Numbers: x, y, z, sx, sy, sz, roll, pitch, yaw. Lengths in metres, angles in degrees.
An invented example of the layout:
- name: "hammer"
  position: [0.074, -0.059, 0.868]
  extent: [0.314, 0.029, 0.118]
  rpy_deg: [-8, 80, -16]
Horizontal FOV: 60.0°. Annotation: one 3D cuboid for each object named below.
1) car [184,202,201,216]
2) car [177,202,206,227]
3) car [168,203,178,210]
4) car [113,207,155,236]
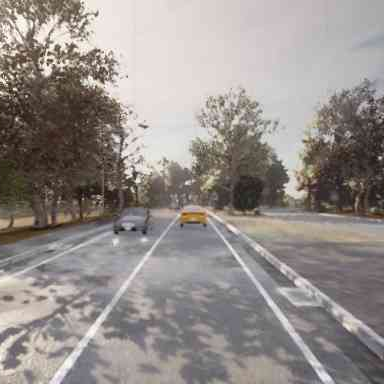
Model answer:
- name: "car"
  position: [0.093, 2.109, 42.352]
  extent: [2.097, 1.767, 4.553]
  rpy_deg: [0, -2, 0]
- name: "car"
  position: [0.096, 1.785, 25.638]
  extent: [1.882, 1.535, 5.008]
  rpy_deg: [0, -1, 0]
- name: "car"
  position: [-3.286, 2.759, 61.747]
  extent: [2.128, 1.511, 4.902]
  rpy_deg: [0, -1, 1]
- name: "car"
  position: [-3.353, 1.683, 19.883]
  extent: [2.128, 1.511, 4.902]
  rpy_deg: [0, -1, 0]
